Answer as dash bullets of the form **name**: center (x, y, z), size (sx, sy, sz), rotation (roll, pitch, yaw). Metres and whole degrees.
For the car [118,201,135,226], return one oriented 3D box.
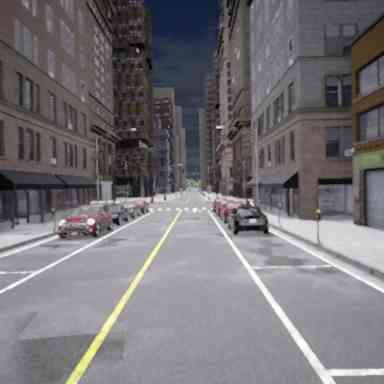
- **car**: center (-5.585, 1.561, 23.406), size (1.947, 1.339, 4.313), rotation (-2, 0, 0)

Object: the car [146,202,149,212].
- **car**: center (-5.515, 1.481, 34.416), size (1.887, 1.381, 4.507), rotation (-2, 0, 0)

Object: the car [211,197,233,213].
- **car**: center (3.007, 1.294, 34.360), size (1.887, 1.381, 4.507), rotation (-2, 0, 0)

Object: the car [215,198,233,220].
- **car**: center (2.938, 1.353, 23.350), size (1.887, 1.381, 4.507), rotation (-2, 0, 0)

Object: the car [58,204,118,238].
- **car**: center (-5.624, 1.465, 17.900), size (1.967, 1.590, 4.097), rotation (-2, 0, 0)

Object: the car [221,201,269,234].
- **car**: center (2.903, 1.404, 17.846), size (1.947, 1.339, 4.313), rotation (-2, 0, 0)

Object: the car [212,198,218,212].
- **car**: center (2.973, 1.324, 28.855), size (1.887, 1.381, 4.507), rotation (-2, 0, 0)

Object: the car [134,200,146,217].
- **car**: center (-5.550, 1.517, 28.910), size (2.008, 1.369, 4.403), rotation (-2, 0, 0)
